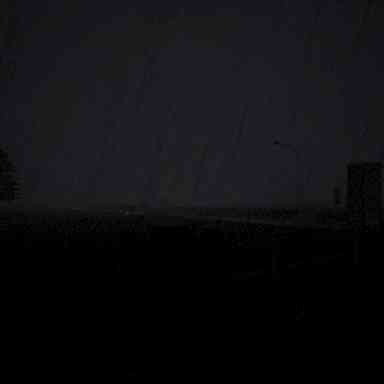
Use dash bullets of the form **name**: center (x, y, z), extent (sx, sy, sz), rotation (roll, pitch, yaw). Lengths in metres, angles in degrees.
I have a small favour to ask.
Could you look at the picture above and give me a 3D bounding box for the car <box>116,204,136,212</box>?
- **car**: center (-11.010, 2.697, 55.496), extent (1.895, 1.301, 4.718), rotation (-1, -1, -35)
